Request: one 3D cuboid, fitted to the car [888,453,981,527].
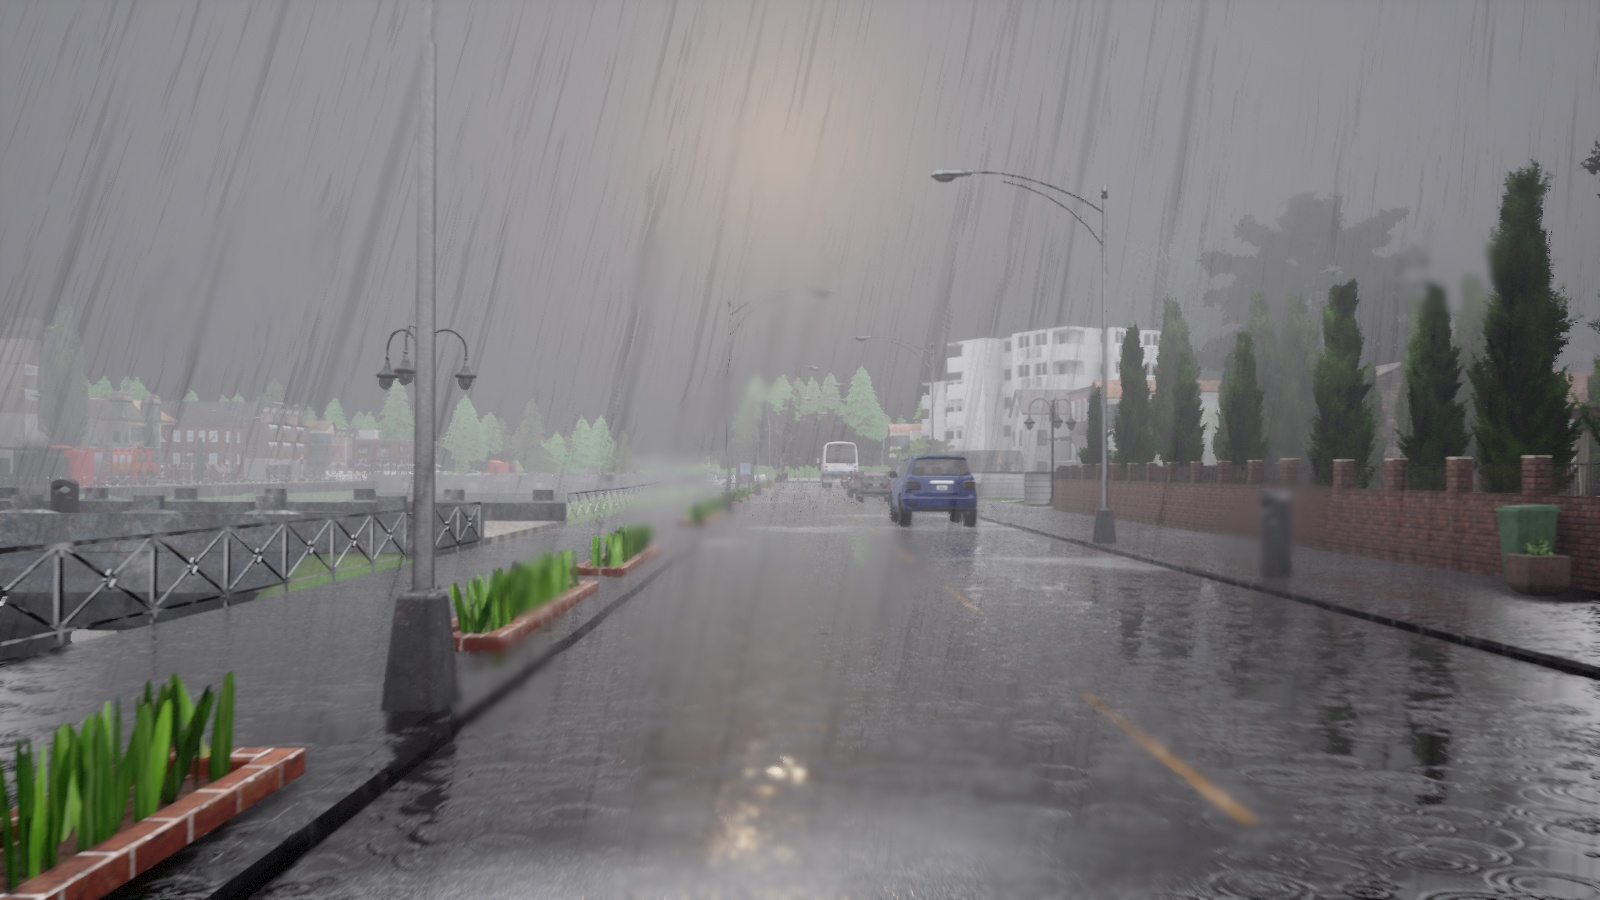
[{"bbox_3d":[3.911,1.144,37.386,2.150,2.045,5.566,0,-1,0],"label":"car"}]

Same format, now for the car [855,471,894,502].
[{"bbox_3d":[3.847,1.869,65.153,1.789,1.549,3.705,0,-1,0],"label":"car"}]

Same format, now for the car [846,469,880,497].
[{"bbox_3d":[3.821,1.974,76.244,1.851,1.617,3.988,0,-1,0],"label":"car"}]
